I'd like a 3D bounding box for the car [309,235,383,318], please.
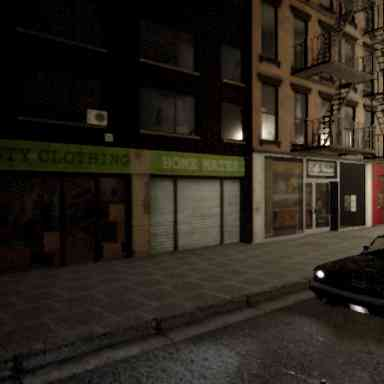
[{"bbox_3d":[4.436,1.516,6.571,4.718,1.301,1.895,-1,0,-36],"label":"car"}]
